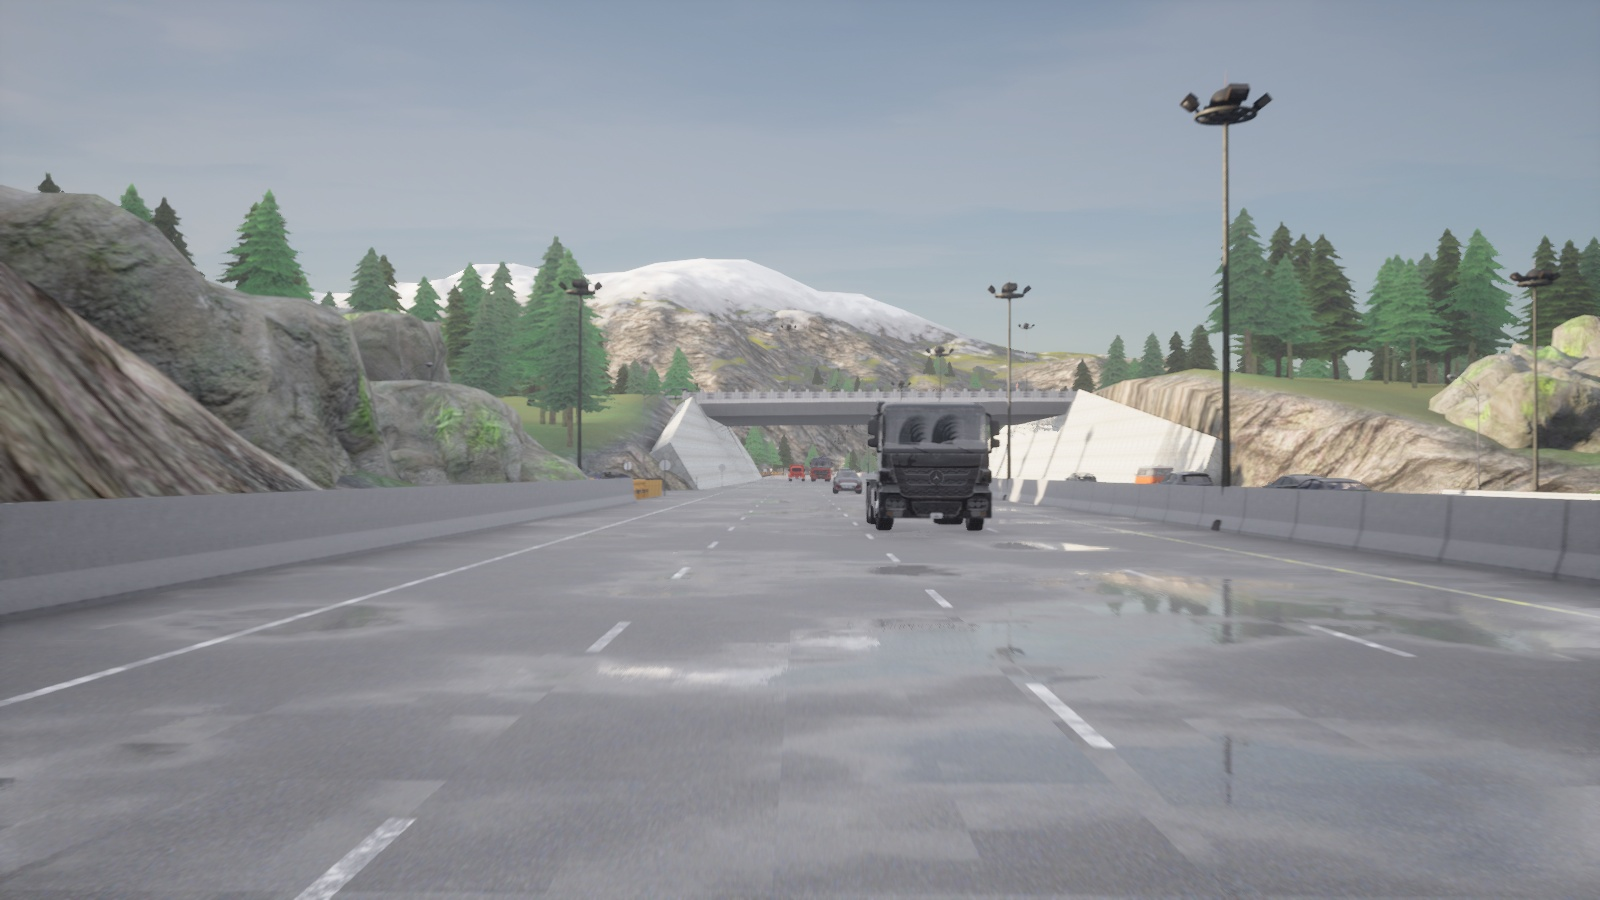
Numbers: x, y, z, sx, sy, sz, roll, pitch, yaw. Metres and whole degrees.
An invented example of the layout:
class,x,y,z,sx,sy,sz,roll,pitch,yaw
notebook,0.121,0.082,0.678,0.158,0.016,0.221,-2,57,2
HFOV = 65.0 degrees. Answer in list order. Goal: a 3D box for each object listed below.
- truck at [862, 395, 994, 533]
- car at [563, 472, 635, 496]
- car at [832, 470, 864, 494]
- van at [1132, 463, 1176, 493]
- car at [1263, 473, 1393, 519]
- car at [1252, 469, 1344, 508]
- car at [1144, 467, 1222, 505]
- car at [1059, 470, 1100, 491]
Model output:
class,x,y,z,sx,sy,sz,roll,pitch,yaw
truck,3.410,0.411,35.503,2.891,3.462,7.936,0,-1,0
car,-12.848,2.156,80.515,2.007,1.525,4.514,-1,-1,33
car,3.287,2.192,87.536,2.033,1.649,4.856,0,-1,0
van,24.290,1.911,86.338,1.775,1.987,4.442,0,-1,0
car,17.399,1.488,41.686,2.033,1.411,5.357,0,-1,0
car,20.871,1.591,52.884,1.882,1.535,5.008,0,-1,0
car,17.361,1.628,57.148,2.033,1.649,4.856,0,-1,0
car,20.773,2.236,93.397,2.007,1.525,4.514,0,-1,0
